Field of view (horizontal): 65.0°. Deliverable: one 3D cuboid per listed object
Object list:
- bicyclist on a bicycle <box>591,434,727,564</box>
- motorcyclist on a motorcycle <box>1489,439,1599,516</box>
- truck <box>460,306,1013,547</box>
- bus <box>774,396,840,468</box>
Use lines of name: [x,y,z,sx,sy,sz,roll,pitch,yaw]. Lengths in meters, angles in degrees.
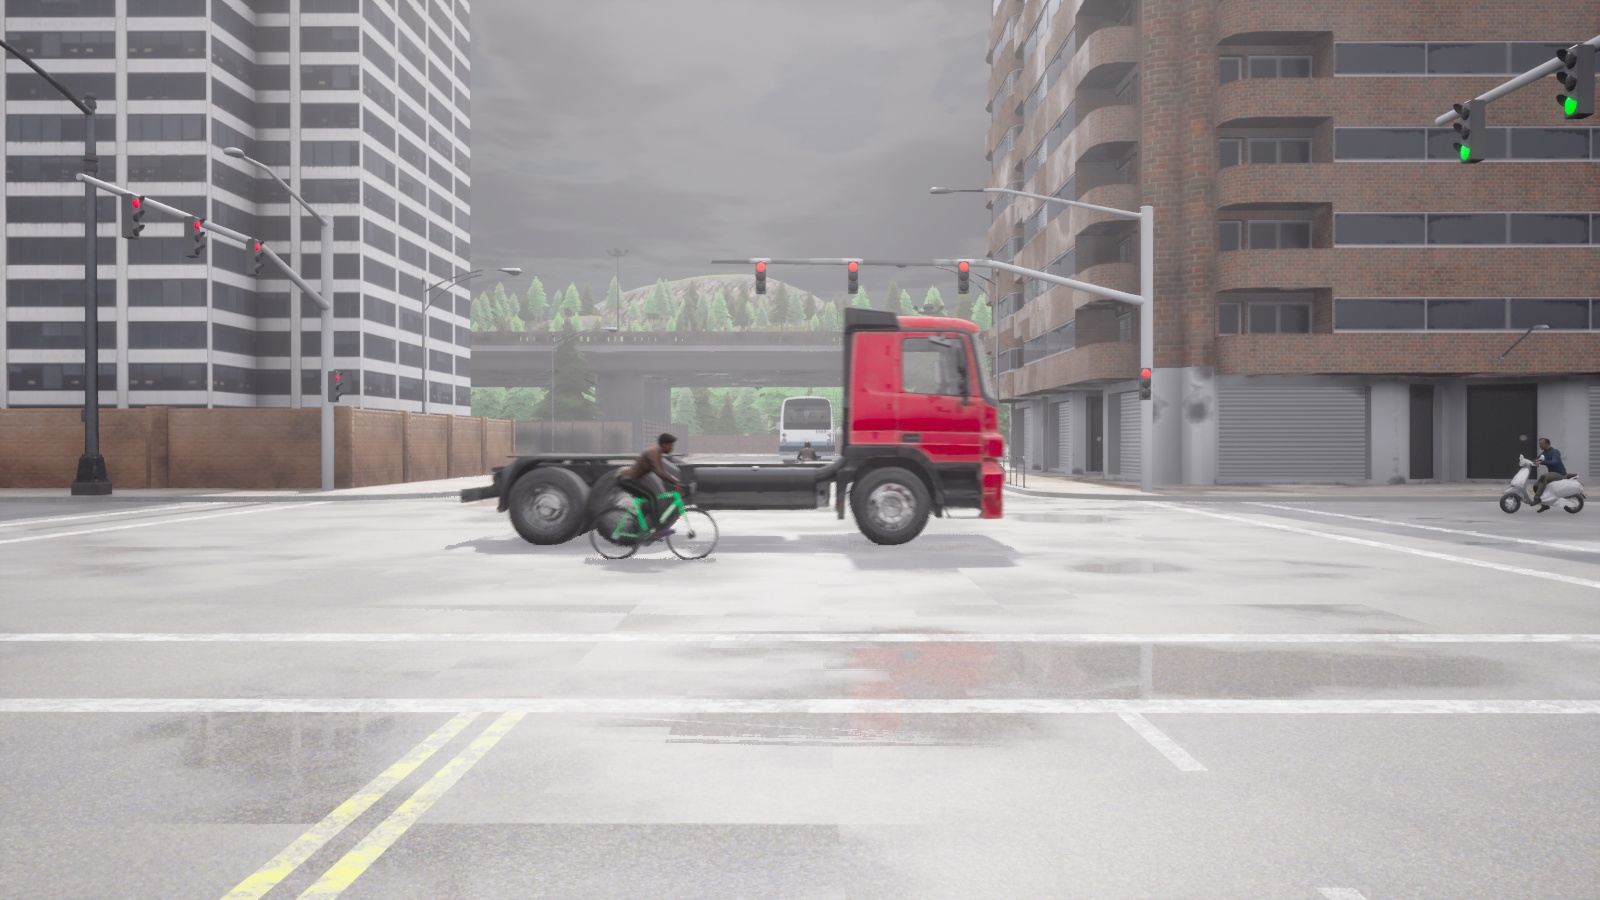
bicyclist on a bicycle: [-1.781,0.608,15.989,1.656,1.620,0.582,0,0,1]
motorcyclist on a motorcycle: [15.578,0.564,26.303,1.817,1.590,0.866,0,0,1]
truck: [-0.902,-0.346,19.475,7.936,3.462,2.891,0,0,1]
bus: [0.445,-1.093,79.484,3.944,4.253,10.273,0,1,0]
